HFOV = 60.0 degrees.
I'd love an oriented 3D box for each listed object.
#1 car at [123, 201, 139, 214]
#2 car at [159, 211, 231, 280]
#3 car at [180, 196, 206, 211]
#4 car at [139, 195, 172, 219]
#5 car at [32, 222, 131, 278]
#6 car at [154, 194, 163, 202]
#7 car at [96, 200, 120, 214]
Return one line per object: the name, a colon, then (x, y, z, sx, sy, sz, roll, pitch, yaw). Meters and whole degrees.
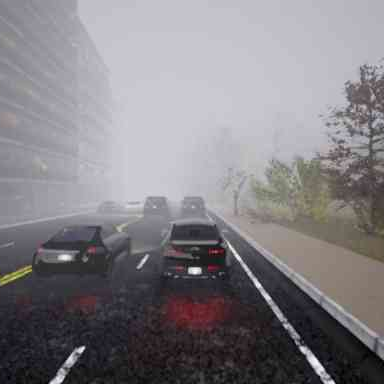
car: (-6.616, 1.735, 38.271, 1.812, 1.442, 4.674, 0, 0, 0)
car: (0.082, 1.561, 10.114, 1.837, 1.490, 4.892, 0, 0, 0)
car: (0.111, 1.389, 30.857, 2.150, 2.045, 5.566, 0, 0, 0)
car: (-3.139, 1.389, 30.818, 2.150, 2.045, 5.566, 0, 0, 0)
car: (-3.169, 1.619, 10.335, 1.994, 1.385, 4.181, 0, 0, 0)
car: (-8.006, 1.402, 79.515, 2.097, 1.767, 4.553, 0, 0, -4)
car: (-9.869, 1.693, 39.408, 1.882, 1.535, 5.008, 0, 0, 0)
